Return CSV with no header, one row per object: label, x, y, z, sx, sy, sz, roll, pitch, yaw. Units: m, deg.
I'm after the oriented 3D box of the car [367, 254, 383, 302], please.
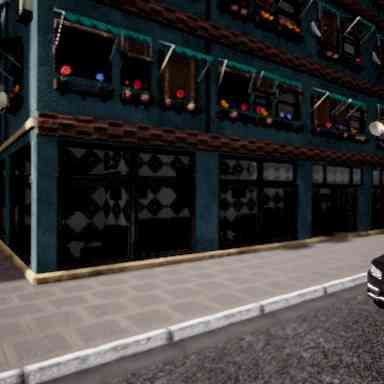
car,5.620,1.487,7.074,4.902,1.511,2.128,0,0,-35
